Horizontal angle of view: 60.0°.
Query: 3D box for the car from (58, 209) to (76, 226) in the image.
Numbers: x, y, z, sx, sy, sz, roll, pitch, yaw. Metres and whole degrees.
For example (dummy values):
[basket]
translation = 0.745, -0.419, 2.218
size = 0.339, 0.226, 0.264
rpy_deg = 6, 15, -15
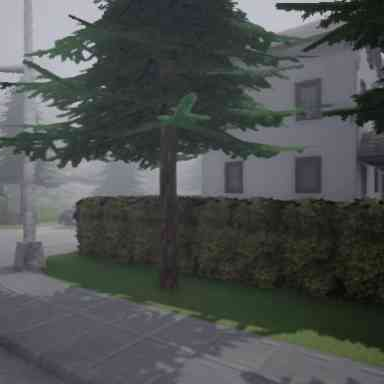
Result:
[car]
translation = -6.732, 1.373, 22.626
size = 2.097, 1.767, 4.553
rpy_deg = 0, 0, 36
